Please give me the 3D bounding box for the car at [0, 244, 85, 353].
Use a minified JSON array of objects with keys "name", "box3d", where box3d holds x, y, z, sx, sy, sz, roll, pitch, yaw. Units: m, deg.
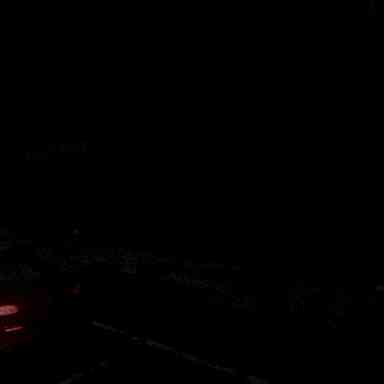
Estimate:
[{"name":"car","box3d":[-3.530,1.553,5.577,4.206,1.307,1.802,0,0,35]}]
